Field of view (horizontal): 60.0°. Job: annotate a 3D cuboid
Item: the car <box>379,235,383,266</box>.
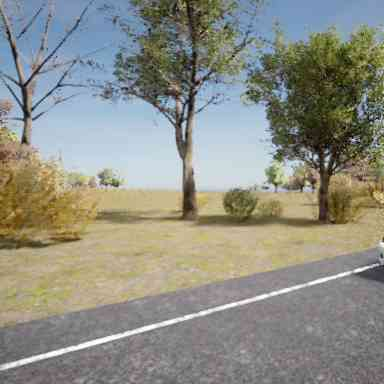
[{"bbox_3d":[7.525,1.204,9.446,5.566,2.045,2.150,0,0,-37],"label":"car"}]
